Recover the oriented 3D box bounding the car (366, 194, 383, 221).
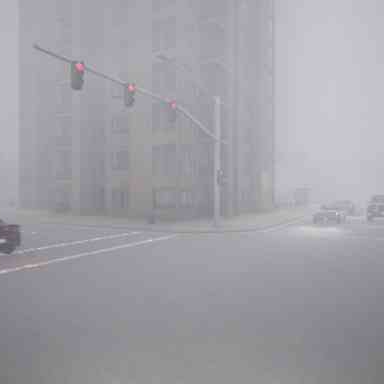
[{"bbox_3d":[15.314,1.220,26.521,2.150,2.045,5.566,0,0,31],"label":"car"}]

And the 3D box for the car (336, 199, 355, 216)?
[{"bbox_3d":[15.181,1.504,33.281,1.837,1.490,4.892,0,0,30],"label":"car"}]

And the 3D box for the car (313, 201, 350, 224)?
[{"bbox_3d":[10.492,1.600,25.231,1.895,1.301,4.718,0,0,30],"label":"car"}]

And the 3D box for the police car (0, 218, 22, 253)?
[{"bbox_3d":[-8.543,1.425,12.321,5.238,1.638,1.930,0,0,30],"label":"police car"}]
